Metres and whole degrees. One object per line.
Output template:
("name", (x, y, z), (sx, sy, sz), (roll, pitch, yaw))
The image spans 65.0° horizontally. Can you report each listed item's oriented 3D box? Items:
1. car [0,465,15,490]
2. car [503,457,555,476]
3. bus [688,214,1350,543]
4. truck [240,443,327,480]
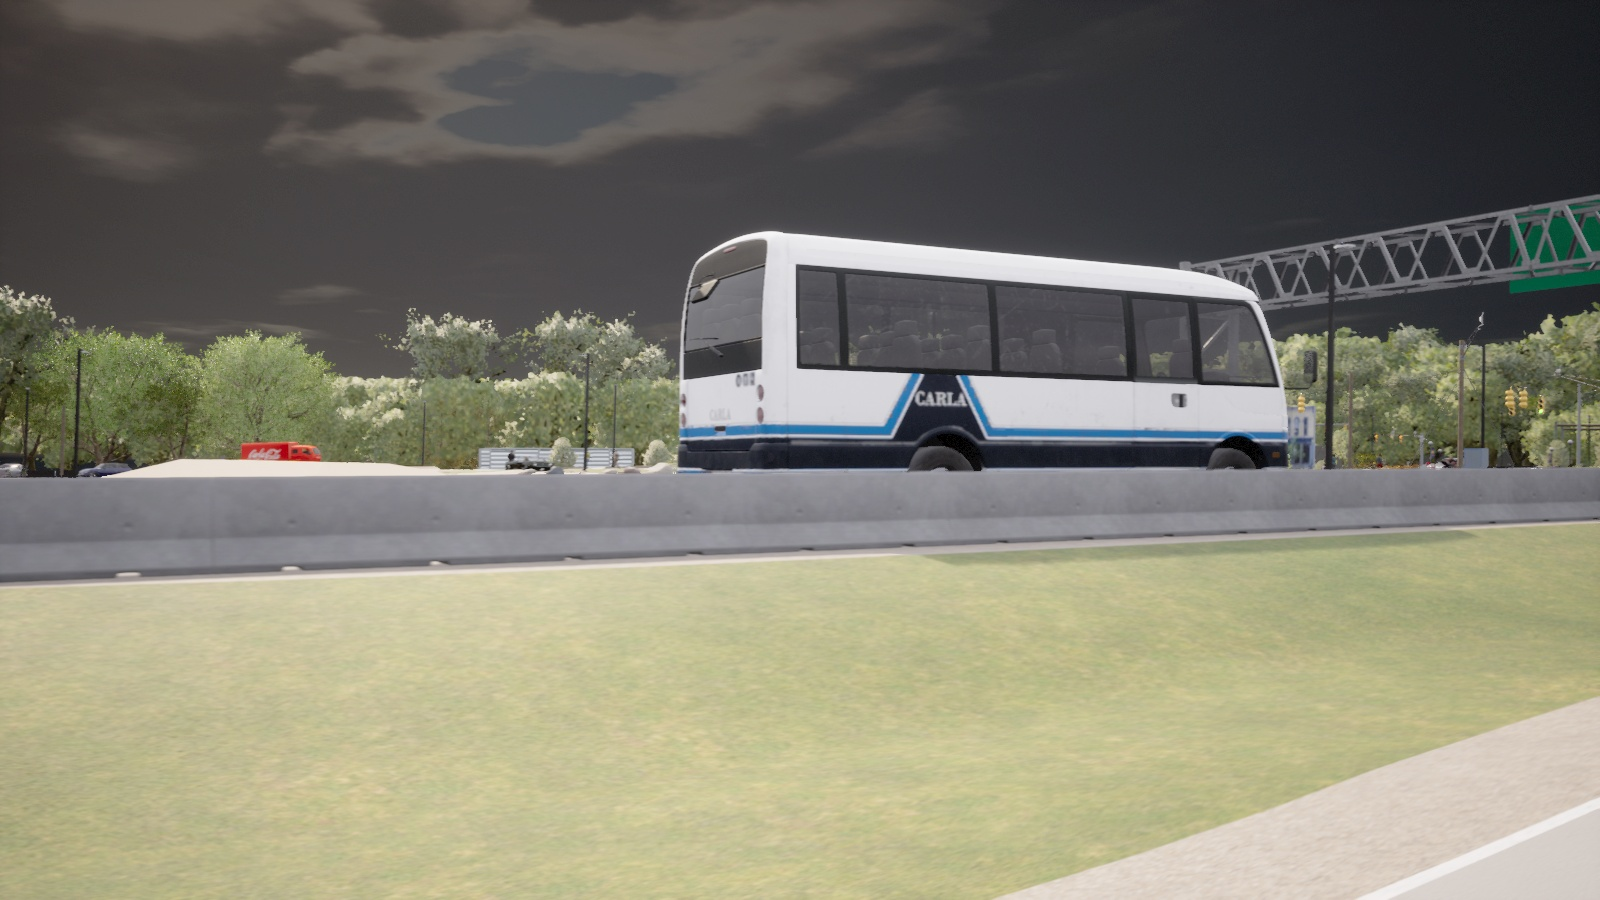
("car", (-49.071, 1.708, 73.166), (5.357, 1.411, 2.033), (-2, -1, -24))
("car", (-19.934, 1.204, 92.217), (1.895, 1.301, 4.718), (2, -2, -38))
("bus", (3.712, -0.907, 20.334), (10.273, 4.253, 3.944), (0, 0, -28))
("truck", (-37.506, 0.823, 91.369), (5.204, 2.467, 2.627), (-2, 0, -3))
